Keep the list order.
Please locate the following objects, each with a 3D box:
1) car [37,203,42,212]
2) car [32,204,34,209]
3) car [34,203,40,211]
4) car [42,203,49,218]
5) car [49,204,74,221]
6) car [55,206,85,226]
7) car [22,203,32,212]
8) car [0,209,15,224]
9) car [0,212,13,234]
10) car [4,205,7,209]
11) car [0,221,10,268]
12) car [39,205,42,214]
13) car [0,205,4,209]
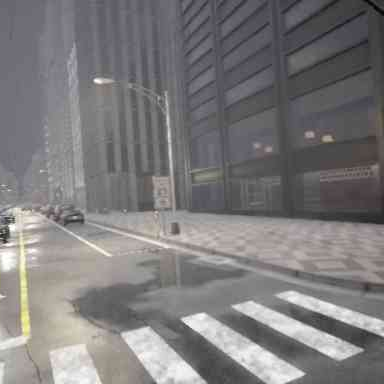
[{"bbox_3d":[-26.514,3.222,60.486,1.887,1.381,4.507,-3,0,-27],"label":"car"},{"bbox_3d":[-36.859,3.615,80.462,2.192,1.841,5.009,-3,0,-27],"label":"car"},{"bbox_3d":[-31.693,3.305,70.474,2.192,1.841,5.009,-3,0,-27],"label":"car"},{"bbox_3d":[-18.778,2.520,45.505,2.192,1.841,5.009,-3,0,-27],"label":"car"},{"bbox_3d":[-13.612,2.198,35.517,2.192,1.841,5.009,-3,0,-27],"label":"car"},{"bbox_3d":[-11.016,2.285,30.521,1.947,1.339,4.313,-3,0,-27],"label":"car"},{"bbox_3d":[-40.942,4.095,82.565,1.994,1.385,4.181,-4,0,-27],"label":"car"},{"bbox_3d":[-20.743,2.932,36.921,1.895,1.301,4.718,-4,0,-27],"label":"car"},{"bbox_3d":[-12.045,2.256,19.952,1.882,1.535,5.008,-4,0,-28],"label":"car"},{"bbox_3d":[-44.327,4.295,76.391,1.752,1.417,4.829,-3,0,-27],"label":"car"},{"bbox_3d":[-6.933,1.937,10.064,2.128,1.511,4.902,-4,0,-27],"label":"car"},{"bbox_3d":[-23.929,3.102,55.492,1.802,1.307,4.206,-3,0,-27],"label":"car"},{"bbox_3d":[-36.666,3.624,61.561,2.192,1.841,5.009,-3,0,-27],"label":"car"}]
